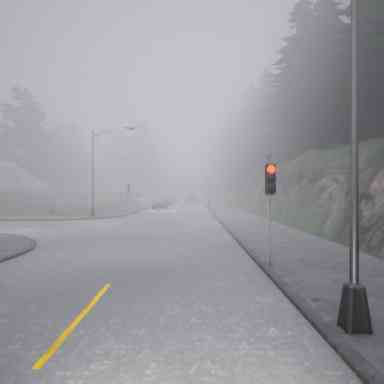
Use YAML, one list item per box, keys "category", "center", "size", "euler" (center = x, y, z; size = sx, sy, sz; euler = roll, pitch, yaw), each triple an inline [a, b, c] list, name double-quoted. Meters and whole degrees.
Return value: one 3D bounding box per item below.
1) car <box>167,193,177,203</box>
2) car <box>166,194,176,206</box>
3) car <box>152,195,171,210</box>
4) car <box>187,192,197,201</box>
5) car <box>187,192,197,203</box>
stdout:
- category: "car"
  center: [-4.068, 1.219, 64.451]
  size: [2.150, 2.045, 5.566]
  euler: [0, 0, 0]
- category: "car"
  center: [-4.113, 1.476, 53.772]
  size: [1.882, 1.535, 5.008]
  euler: [0, 0, 0]
- category: "car"
  center: [-4.103, 1.524, 43.481]
  size: [1.812, 1.442, 4.674]
  euler: [0, 0, 0]
- category: "car"
  center: [-0.033, 1.106, 78.387]
  size: [2.150, 2.045, 5.566]
  euler: [0, 0, 0]
- category: "car"
  center: [-0.028, 1.350, 68.291]
  size: [2.097, 1.767, 4.553]
  euler: [0, 0, 0]
